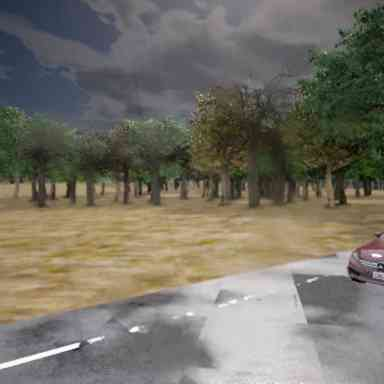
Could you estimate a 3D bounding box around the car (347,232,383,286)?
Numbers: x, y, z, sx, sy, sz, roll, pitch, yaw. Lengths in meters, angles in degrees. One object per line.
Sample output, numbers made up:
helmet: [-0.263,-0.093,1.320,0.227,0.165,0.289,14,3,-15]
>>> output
car: [5.685,1.397,8.047,4.674,1.442,1.812,-1,1,-35]
